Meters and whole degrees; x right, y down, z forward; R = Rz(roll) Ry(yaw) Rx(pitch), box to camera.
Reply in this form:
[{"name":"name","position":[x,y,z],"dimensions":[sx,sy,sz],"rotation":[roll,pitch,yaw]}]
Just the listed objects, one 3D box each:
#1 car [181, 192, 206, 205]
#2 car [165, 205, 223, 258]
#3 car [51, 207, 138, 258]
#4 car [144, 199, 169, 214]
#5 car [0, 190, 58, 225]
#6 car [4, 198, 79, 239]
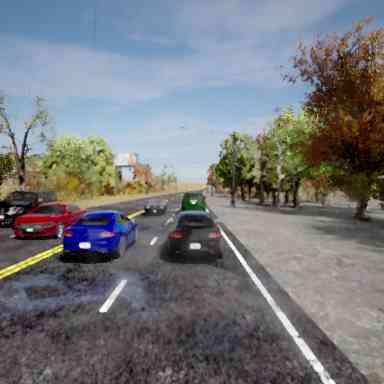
[{"name":"car","position":[0.134,0.966,30.454],"dimensions":[2.150,2.045,5.566],"rotation":[0,1,0]},{"name":"car","position":[0.099,1.429,12.292],"dimensions":[1.812,1.442,4.674],"rotation":[0,1,0]},{"name":"car","position":[-3.150,1.389,12.092],"dimensions":[1.812,1.442,4.674],"rotation":[1,0,0]},{"name":"car","position":[-3.123,1.304,30.410],"dimensions":[1.895,1.301,4.718],"rotation":[1,1,0]},{"name":"car","position":[-9.838,0.911,19.961],"dimensions":[2.150,2.045,5.566],"rotation":[1,1,0]},{"name":"car","position":[-6.596,1.253,16.039],"dimensions":[1.882,1.535,5.008],"rotation":[1,0,0]}]
